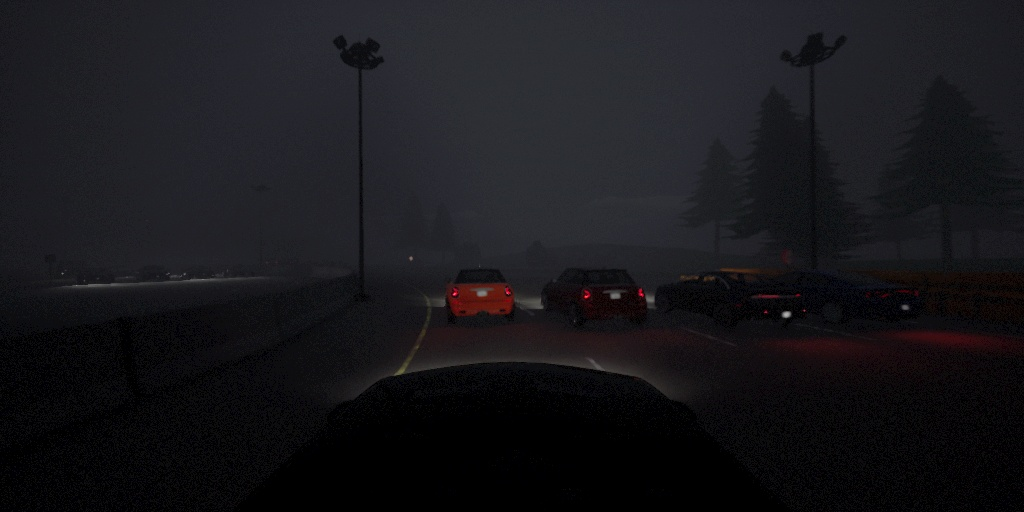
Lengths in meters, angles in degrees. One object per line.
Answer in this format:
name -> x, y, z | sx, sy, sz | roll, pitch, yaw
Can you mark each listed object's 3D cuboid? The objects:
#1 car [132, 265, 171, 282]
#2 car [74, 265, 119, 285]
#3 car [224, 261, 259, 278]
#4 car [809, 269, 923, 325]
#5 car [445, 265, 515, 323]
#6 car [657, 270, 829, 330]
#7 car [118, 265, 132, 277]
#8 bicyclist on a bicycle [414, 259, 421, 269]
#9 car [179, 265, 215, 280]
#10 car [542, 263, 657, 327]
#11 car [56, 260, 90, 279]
car -> -33.489, 1.612, 33.440 | 4.892, 1.490, 1.837 | -1, -1, 38
car -> -35.510, 1.683, 30.591 | 4.181, 1.385, 1.994 | -1, 0, 38
car -> -30.297, 1.614, 39.814 | 4.674, 1.442, 1.812 | -1, 0, 37
car -> 9.747, 1.170, 11.652 | 1.882, 1.535, 5.008 | 0, 0, -8
car -> -1.274, 1.138, 12.692 | 2.097, 1.767, 4.553 | -1, 0, -11
car -> 6.303, 1.211, 11.077 | 2.128, 1.511, 4.902 | 0, 0, -8
car -> -47.508, 1.767, 43.328 | 4.674, 1.442, 1.812 | -1, 0, 35
bicyclist on a bicycle -> -16.317, 1.340, 62.208 | 0.582, 1.620, 1.656 | 1, -21, 35
car -> -32.307, 1.666, 36.945 | 4.181, 1.385, 1.994 | -1, 0, 37
car -> 2.442, 1.105, 11.773 | 2.097, 1.767, 4.553 | -1, 0, -10
car -> -49.647, 1.476, 40.545 | 5.566, 2.045, 2.150 | -1, 0, 35
